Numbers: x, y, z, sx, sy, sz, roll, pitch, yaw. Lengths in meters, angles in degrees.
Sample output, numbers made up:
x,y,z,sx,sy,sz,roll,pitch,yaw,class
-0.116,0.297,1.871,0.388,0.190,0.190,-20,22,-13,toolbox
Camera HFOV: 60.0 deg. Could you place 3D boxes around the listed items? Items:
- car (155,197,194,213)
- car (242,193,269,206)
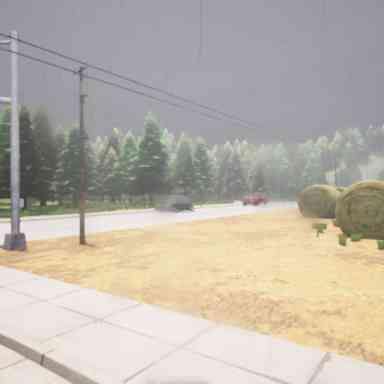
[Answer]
x,y,z,sx,sy,sz,roll,pitch,yaw,class
-1.824,1.293,35.577,2.097,1.767,4.553,0,0,37,car
9.835,1.144,51.080,2.150,2.045,5.566,0,0,37,car
